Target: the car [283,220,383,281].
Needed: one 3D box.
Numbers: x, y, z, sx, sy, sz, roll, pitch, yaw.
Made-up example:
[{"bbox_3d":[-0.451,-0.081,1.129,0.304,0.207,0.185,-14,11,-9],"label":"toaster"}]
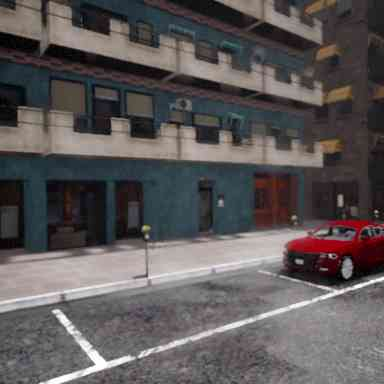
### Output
[{"bbox_3d":[4.591,1.546,9.848,4.507,1.381,1.887,0,-1,-35],"label":"car"}]
